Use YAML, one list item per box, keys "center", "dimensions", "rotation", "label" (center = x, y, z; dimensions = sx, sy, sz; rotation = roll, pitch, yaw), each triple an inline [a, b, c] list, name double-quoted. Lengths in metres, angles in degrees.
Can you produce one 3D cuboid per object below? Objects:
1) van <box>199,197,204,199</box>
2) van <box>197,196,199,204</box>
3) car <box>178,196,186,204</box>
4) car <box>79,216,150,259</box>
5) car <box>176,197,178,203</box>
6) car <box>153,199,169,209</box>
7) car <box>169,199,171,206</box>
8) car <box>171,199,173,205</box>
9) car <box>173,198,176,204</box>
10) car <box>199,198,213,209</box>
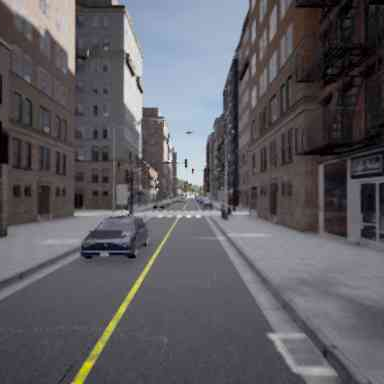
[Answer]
- center: [2.600, 2.005, 61.660]
  dimensions: [1.690, 1.788, 3.998]
  rotation: [0, -1, 0]
  label: "van"
- center: [2.593, 2.122, 73.024]
  dimensions: [1.690, 1.788, 3.998]
  rotation: [0, -1, 0]
  label: "van"
- center: [-2.804, 2.511, 90.611]
  dimensions: [1.994, 1.385, 4.181]
  rotation: [0, -1, 0]
  label: "car"
- center: [-2.857, 1.698, 13.529]
  dimensions: [2.033, 1.411, 5.357]
  rotation: [0, -1, 0]
  label: "car"
- center: [-5.442, 2.520, 90.063]
  dimensions: [1.947, 1.339, 4.313]
  rotation: [0, -1, 0]
  label: "car"
- center: [-5.422, 2.169, 55.971]
  dimensions: [1.947, 1.339, 4.313]
  rotation: [0, -1, 0]
  label: "car"
- center: [-5.425, 2.245, 61.653]
  dimensions: [1.802, 1.307, 4.206]
  rotation: [0, -1, 0]
  label: "car"
- center: [-5.429, 2.288, 67.336]
  dimensions: [1.947, 1.339, 4.313]
  rotation: [0, -1, 0]
  label: "car"
- center: [-5.435, 2.389, 78.699]
  dimensions: [2.008, 1.369, 4.403]
  rotation: [0, -1, 0]
  label: "car"
- center: [2.603, 2.155, 55.976]
  dimensions: [2.008, 1.369, 4.403]
  rotation: [0, -1, 0]
  label: "car"
